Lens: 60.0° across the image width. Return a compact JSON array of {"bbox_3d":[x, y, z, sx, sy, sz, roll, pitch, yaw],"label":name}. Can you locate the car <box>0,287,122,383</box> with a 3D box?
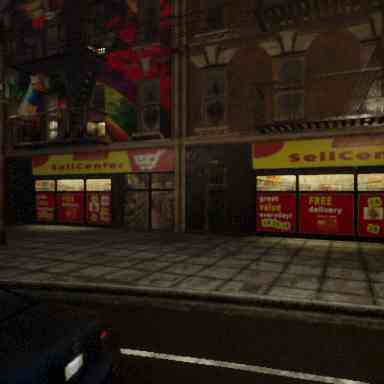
[{"bbox_3d":[-3.480,1.547,3.319,5.357,1.411,2.033,0,0,10],"label":"car"}]
